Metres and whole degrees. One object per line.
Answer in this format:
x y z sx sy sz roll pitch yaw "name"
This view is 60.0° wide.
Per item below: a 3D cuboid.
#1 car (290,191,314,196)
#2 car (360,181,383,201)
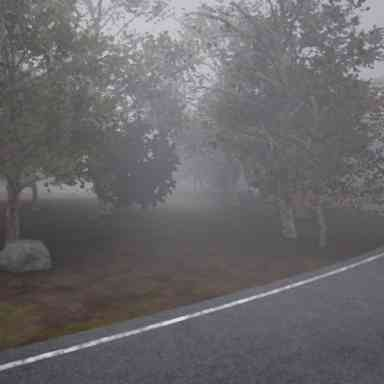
13.946 0.143 43.138 1.994 1.385 4.181 -4 3 -16 "car"
19.989 -0.139 33.509 5.566 2.045 2.150 -1 4 42 "car"
